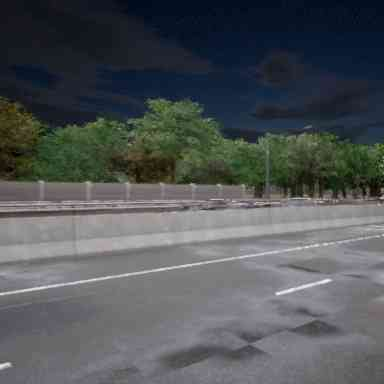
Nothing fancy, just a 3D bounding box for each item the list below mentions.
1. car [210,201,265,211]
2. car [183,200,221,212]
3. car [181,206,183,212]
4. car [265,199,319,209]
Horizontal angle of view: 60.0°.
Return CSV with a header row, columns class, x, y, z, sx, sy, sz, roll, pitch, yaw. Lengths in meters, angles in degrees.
class,x,y,z,sx,sy,sz,roll,pitch,yaw
car,4.189,1.640,28.467,4.718,1.301,1.895,0,0,-35
car,1.909,1.543,31.138,4.892,1.490,1.837,0,0,-35
car,1.201,1.643,34.932,4.718,1.301,1.895,0,0,-35
car,8.564,1.397,27.277,4.553,1.767,2.097,0,0,-35
